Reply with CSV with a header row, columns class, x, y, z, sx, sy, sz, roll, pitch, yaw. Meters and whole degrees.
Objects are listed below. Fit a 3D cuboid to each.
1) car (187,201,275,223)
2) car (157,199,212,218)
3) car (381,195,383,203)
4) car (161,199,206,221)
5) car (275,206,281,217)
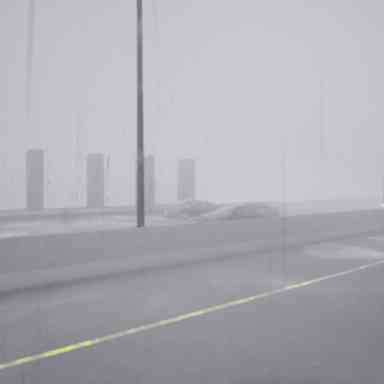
class,x,y,z,sx,sy,sz,roll,pitch,yaw
car,2.265,1.429,18.648,4.674,1.442,1.812,0,0,-37
car,-0.587,1.398,29.615,4.674,1.442,1.812,0,0,-37
car,33.595,0.764,55.128,5.566,2.045,2.150,-1,0,-37
car,0.044,1.379,25.717,4.902,1.511,2.128,0,0,-37
car,4.278,1.412,24.513,5.357,1.411,2.033,-1,0,-37
